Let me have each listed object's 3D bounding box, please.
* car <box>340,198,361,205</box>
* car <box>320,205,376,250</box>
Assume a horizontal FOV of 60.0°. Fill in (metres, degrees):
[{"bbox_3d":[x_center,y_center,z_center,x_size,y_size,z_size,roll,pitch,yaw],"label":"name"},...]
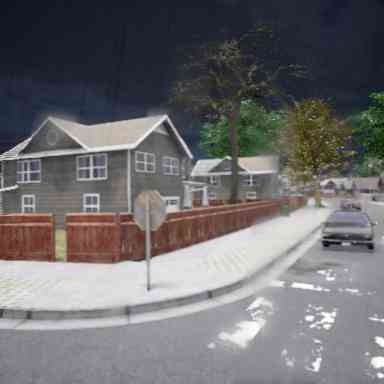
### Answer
[{"bbox_3d":[17.527,1.311,36.913,1.994,1.385,4.181,-1,0,23],"label":"car"},{"bbox_3d":[6.810,1.488,14.415,2.033,1.411,5.357,-1,0,28],"label":"car"}]
